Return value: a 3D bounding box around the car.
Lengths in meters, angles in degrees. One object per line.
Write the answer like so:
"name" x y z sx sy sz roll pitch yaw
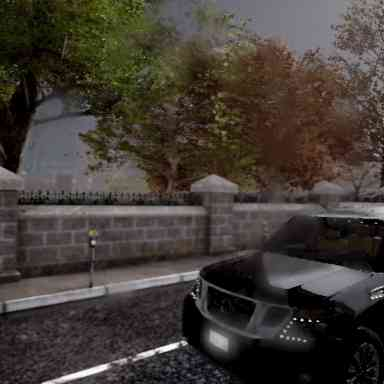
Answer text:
"car" 2.538 1.277 5.191 5.566 2.045 2.150 1 0 -35
